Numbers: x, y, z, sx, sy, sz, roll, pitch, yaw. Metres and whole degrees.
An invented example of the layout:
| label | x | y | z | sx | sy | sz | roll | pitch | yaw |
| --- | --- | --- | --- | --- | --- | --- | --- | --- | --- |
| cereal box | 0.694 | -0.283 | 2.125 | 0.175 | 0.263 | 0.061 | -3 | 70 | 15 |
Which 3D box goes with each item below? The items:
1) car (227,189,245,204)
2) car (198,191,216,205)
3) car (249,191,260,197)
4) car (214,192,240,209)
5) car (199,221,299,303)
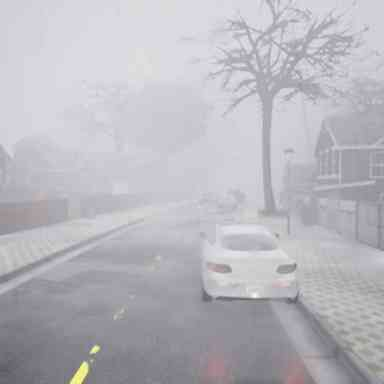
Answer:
| label | x | y | z | sx | sy | sz | roll | pitch | yaw |
| --- | --- | --- | --- | --- | --- | --- | --- | --- | --- |
| car | 5.945 | 0.551 | 45.240 | 2.150 | 2.045 | 5.566 | 0 | 1 | 15 |
| car | 2.202 | 0.726 | 41.514 | 2.097 | 1.767 | 4.553 | 0 | 1 | 14 |
| car | 14.430 | 0.416 | 76.311 | 1.812 | 1.442 | 4.674 | 1 | 1 | 25 |
| car | 3.812 | 0.997 | 35.411 | 1.812 | 1.442 | 4.674 | 0 | 1 | 12 |
| car | 1.145 | 1.406 | 7.781 | 1.812 | 1.442 | 4.674 | 0 | 1 | 3 |
